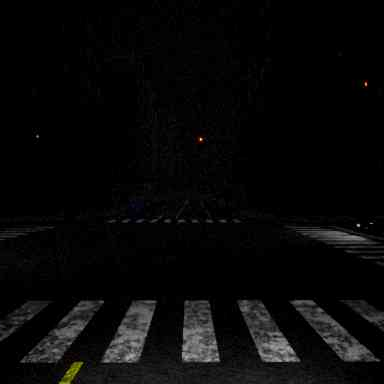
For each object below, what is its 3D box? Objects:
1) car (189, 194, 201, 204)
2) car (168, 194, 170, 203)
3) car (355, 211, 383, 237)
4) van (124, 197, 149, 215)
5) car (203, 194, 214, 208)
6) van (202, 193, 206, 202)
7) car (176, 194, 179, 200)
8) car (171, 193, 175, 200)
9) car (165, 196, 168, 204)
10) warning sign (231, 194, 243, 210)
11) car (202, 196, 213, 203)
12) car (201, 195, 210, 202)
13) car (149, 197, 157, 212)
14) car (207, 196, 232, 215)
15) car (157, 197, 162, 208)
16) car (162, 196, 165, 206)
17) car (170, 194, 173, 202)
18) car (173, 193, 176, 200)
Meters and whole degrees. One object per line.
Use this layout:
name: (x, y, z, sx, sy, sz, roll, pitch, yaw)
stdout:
car: (0.344, 1.565, 63.785, 1.994, 1.385, 4.181, 0, 0, 0)
car: (-5.528, 1.527, 61.627, 1.752, 1.417, 4.829, 0, 0, 0)
car: (11.157, 1.519, 17.466, 4.892, 1.490, 1.837, 0, 0, -1)
van: (-5.681, 1.343, 33.456, 1.690, 1.788, 3.998, 0, 0, 0)
car: (2.906, 1.443, 44.749, 1.967, 1.590, 4.097, 0, 0, 0)
van: (2.968, 1.344, 56.088, 1.690, 1.788, 3.998, 0, 0, 0)
car: (-5.373, 1.307, 90.138, 2.192, 1.841, 5.009, 0, 0, 0)
car: (-5.465, 1.543, 73.133, 1.887, 1.381, 4.507, 0, 0, 0)
car: (-5.558, 1.569, 56.129, 1.947, 1.339, 4.313, 0, 0, 0)
warning sign: (5.278, 1.118, 39.392, 1.300, 1.860, 1.060, 0, 0, 0)
car: (3.030, 1.551, 67.427, 2.008, 1.369, 4.403, 0, 0, 0)
car: (3.091, 1.437, 78.765, 1.967, 1.590, 4.097, 0, 0, 0)
car: (-5.650, 1.443, 39.124, 1.967, 1.590, 4.097, 0, 0, 0)
car: (2.845, 1.442, 33.411, 1.967, 1.590, 4.097, 0, 0, 0)
car: (-5.619, 1.569, 44.792, 1.947, 1.339, 4.313, 0, 0, 0)
car: (-5.589, 1.585, 50.460, 1.802, 1.307, 4.206, 0, 0, 0)
car: (-5.496, 1.566, 67.465, 1.947, 1.339, 4.313, 0, 0, 0)
car: (-5.435, 1.522, 78.631, 1.752, 1.417, 4.829, 0, 0, 0)
